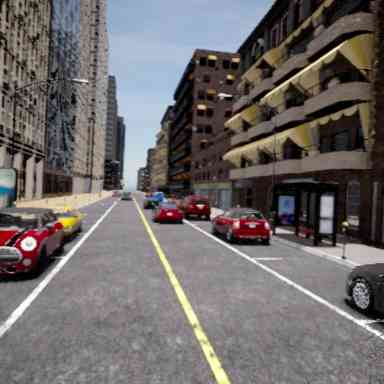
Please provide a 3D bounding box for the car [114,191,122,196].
[{"bbox_3d":[-20.658,0.412,92.645,1.947,1.339,4.313,3,0,-11],"label":"car"}]

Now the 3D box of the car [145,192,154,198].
[{"bbox_3d":[-11.380,0.822,88.657,1.887,1.381,4.507,3,0,-11],"label":"car"}]

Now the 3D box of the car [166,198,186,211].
[{"bbox_3d":[-1.918,1.392,38.712,1.802,1.307,4.206,3,0,-11],"label":"car"}]

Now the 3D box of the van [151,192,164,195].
[{"bbox_3d":[-6.113,0.912,60.909,1.690,1.788,3.998,3,0,-11],"label":"van"}]

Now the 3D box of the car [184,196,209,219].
[{"bbox_3d":[0.198,1.250,27.613,2.192,1.841,5.009,3,0,-11],"label":"car"}]

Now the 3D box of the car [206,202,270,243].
[{"bbox_3d":[2.295,1.500,16.513,1.967,1.590,4.097,3,0,-11],"label":"car"}]

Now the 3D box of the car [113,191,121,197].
[{"bbox_3d":[-19.607,0.487,87.095,1.802,1.307,4.206,3,0,-11],"label":"car"}]

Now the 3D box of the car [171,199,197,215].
[{"bbox_3d":[-0.866,1.454,33.163,1.802,1.307,4.206,3,0,-11],"label":"car"}]

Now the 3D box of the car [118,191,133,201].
[{"bbox_3d":[-11.972,0.655,61.293,2.097,1.767,4.553,3,0,-11],"label":"car"}]

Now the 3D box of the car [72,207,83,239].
[{"bbox_3d":[-5.903,1.214,14.784,1.752,1.417,4.829,3,0,-11],"label":"car"}]

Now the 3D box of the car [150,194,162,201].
[{"bbox_3d":[-7.174,1.078,66.460,1.947,1.339,4.313,3,0,-11],"label":"car"}]

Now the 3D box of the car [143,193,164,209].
[{"bbox_3d":[-4.709,1.246,39.268,1.994,1.385,4.181,3,0,-10],"label":"car"}]

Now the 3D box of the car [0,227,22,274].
[{"bbox_3d":[-3.832,1.364,3.852,2.008,1.369,4.403,3,0,-11],"label":"car"}]

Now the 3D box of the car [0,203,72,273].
[{"bbox_3d":[-4.879,1.190,9.402,1.967,1.590,4.097,3,0,-11],"label":"car"}]

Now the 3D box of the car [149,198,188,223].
[{"bbox_3d":[-1.818,1.416,24.117,1.994,1.385,4.181,3,0,-10],"label":"car"}]

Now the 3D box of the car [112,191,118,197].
[{"bbox_3d":[-18.549,0.404,81.546,1.967,1.590,4.097,3,0,-11],"label":"car"}]

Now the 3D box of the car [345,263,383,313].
[{"bbox_3d":[4.393,1.736,5.415,2.008,1.369,4.403,3,0,-11],"label":"car"}]
